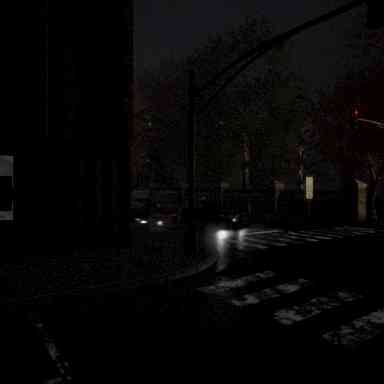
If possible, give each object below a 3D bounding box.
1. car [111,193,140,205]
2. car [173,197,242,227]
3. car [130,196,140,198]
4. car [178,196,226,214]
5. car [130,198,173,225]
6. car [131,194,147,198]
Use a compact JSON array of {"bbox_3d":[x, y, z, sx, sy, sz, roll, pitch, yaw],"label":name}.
[{"bbox_3d":[-8.830,0.863,43.840,2.008,1.369,4.403,1,0,-36],"label":"car"},{"bbox_3d":[0.999,1.255,20.470,1.812,1.442,4.674,0,1,-36],"label":"car"},{"bbox_3d":[-5.837,1.158,25.482,1.802,1.307,4.206,2,0,-36],"label":"car"},{"bbox_3d":[0.843,1.129,30.546,1.752,1.417,4.829,1,0,-36],"label":"car"},{"bbox_3d":[-2.580,1.257,21.006,1.802,1.307,4.206,2,0,-36],"label":"car"},{"bbox_3d":[-4.360,1.093,27.842,1.812,1.442,4.674,0,1,-36],"label":"car"}]
